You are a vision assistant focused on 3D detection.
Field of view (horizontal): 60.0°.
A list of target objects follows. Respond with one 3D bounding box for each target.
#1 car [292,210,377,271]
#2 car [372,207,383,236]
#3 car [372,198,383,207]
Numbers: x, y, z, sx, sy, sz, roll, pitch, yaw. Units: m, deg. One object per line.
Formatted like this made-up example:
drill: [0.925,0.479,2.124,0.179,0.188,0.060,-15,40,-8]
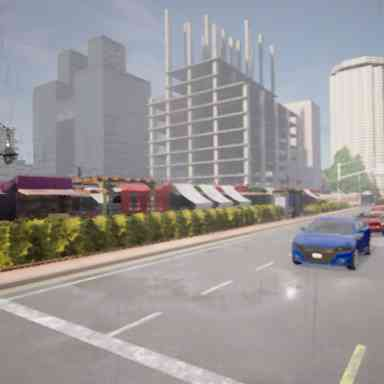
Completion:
car: [5.119,1.622,11.861,1.882,1.535,5.008,-2,-1,35]
car: [10.833,1.807,19.955,1.895,1.301,4.718,-2,-1,35]
car: [16.897,1.492,28.545,2.150,2.045,5.566,-2,-1,35]
